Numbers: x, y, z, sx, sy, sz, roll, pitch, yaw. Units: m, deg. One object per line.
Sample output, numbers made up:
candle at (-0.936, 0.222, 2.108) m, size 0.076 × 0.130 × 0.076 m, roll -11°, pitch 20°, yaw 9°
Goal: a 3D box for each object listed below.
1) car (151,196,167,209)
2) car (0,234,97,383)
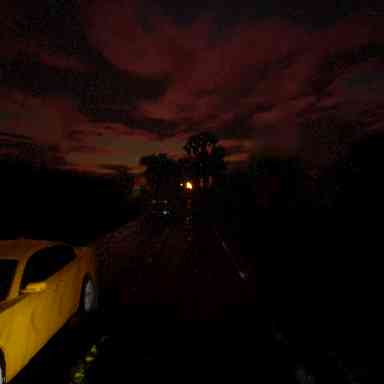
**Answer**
car at (-4.640, 1.376, 46.974) m, size 2.097 × 1.767 × 4.553 m, roll 0°, pitch 0°, yaw -7°
car at (-2.852, 1.483, 4.745) m, size 1.882 × 1.535 × 5.008 m, roll 0°, pitch 0°, yaw 0°
